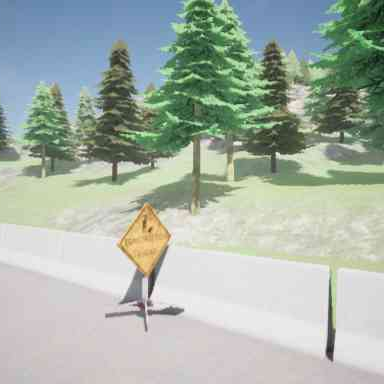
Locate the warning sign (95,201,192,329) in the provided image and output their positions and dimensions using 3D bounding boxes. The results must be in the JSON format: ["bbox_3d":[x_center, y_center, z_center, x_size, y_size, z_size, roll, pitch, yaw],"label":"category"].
[{"bbox_3d":[-0.817,1.112,5.800,1.060,1.860,1.300,0,0,37],"label":"warning sign"}]
